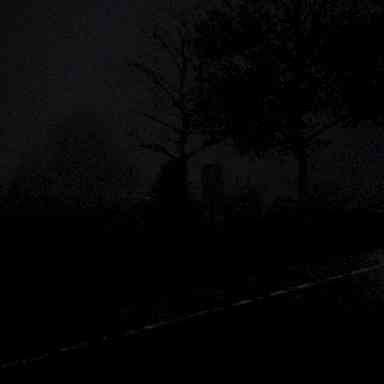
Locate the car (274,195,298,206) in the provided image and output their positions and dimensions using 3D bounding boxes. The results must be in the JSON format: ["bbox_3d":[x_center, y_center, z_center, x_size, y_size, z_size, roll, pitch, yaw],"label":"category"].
[{"bbox_3d":[14.314,1.152,49.089,2.128,1.511,4.902,-1,1,-35],"label":"car"}]

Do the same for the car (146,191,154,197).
[{"bbox_3d":[-10.969,0.611,86.261,1.837,1.490,4.892,-1,1,-29],"label":"car"}]
